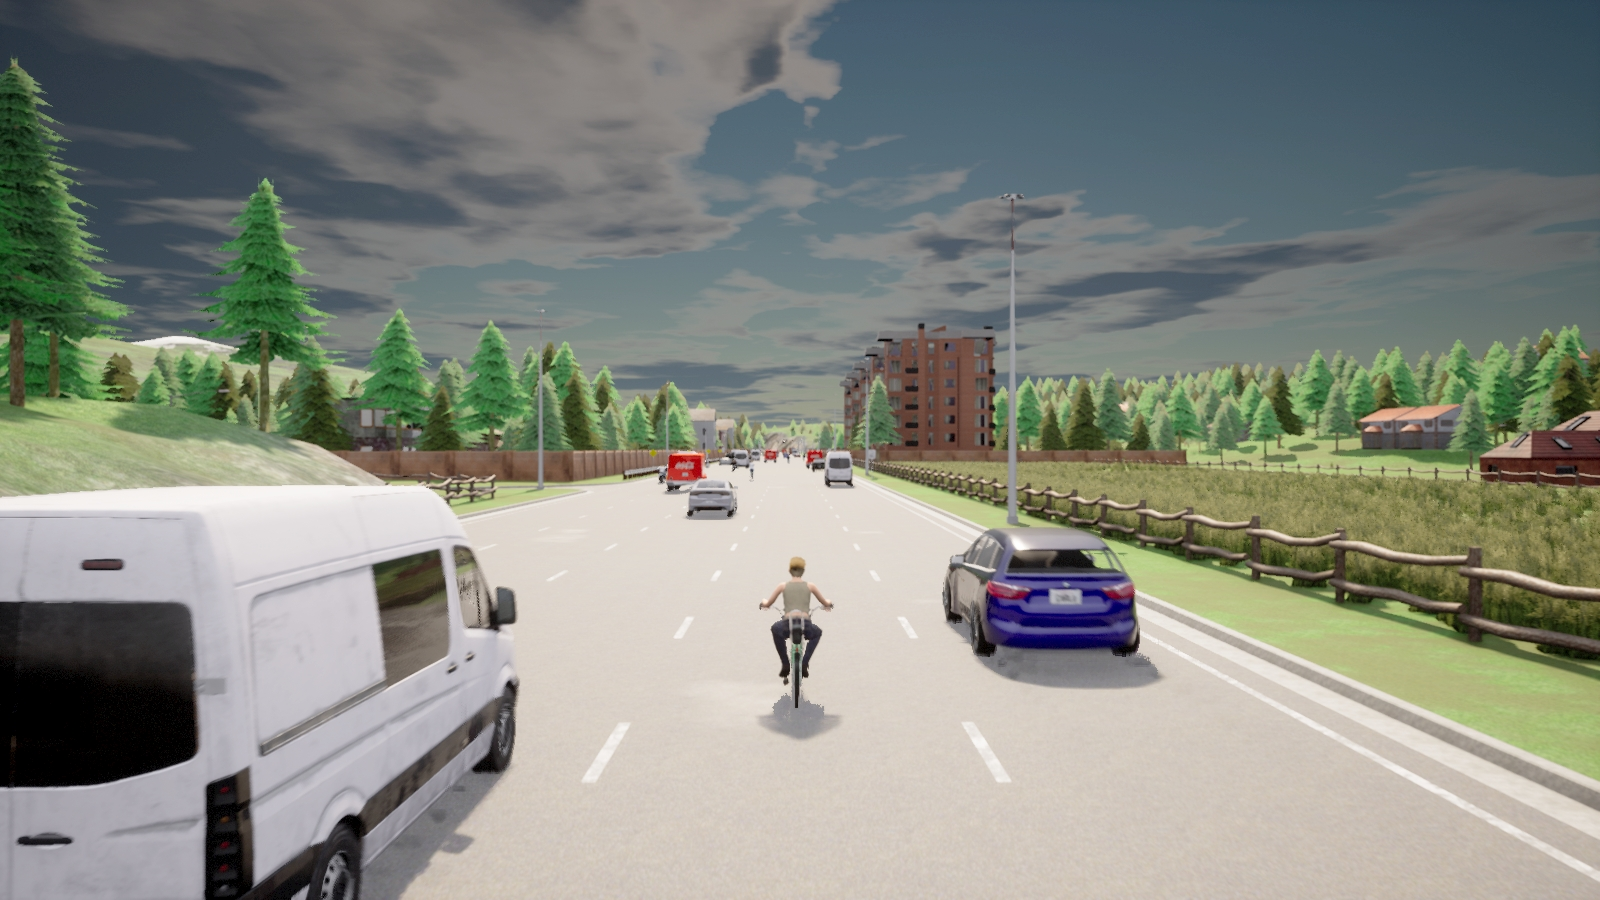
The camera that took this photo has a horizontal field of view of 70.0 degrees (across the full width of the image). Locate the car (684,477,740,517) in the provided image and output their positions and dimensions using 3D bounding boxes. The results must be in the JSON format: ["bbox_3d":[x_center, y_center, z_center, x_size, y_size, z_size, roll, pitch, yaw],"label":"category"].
[{"bbox_3d":[-3.725,1.975,49.236,2.097,1.535,5.006,0,0,0],"label":"car"}]

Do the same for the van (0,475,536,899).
[{"bbox_3d":[-3.529,1.523,8.041,1.988,2.561,5.915,0,0,0],"label":"van"}]

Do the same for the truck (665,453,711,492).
[{"bbox_3d":[-7.478,1.479,76.622,2.627,2.467,5.204,0,0,-1],"label":"truck"}]

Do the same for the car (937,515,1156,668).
[{"bbox_3d":[3.439,1.947,16.967,2.242,1.667,4.611,0,0,0],"label":"car"}]

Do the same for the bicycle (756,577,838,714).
[{"bbox_3d":[-0.036,2.141,12.763,0.859,1.276,1.487,0,0,-1],"label":"bicycle"}]
